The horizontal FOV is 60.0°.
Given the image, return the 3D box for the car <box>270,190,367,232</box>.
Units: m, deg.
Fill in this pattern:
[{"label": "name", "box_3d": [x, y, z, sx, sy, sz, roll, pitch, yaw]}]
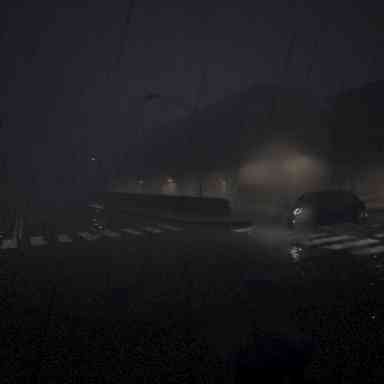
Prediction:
[{"label": "car", "box_3d": [5.885, 0.737, 15.525, 4.553, 1.767, 2.097, -3, 2, -24]}]
